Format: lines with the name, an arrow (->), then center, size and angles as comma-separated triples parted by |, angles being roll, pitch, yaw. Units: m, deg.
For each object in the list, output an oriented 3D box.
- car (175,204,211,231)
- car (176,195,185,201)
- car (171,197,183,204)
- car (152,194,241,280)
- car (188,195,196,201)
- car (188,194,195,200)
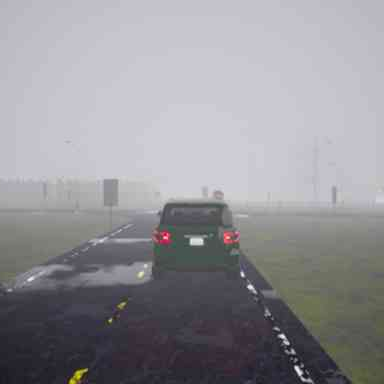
car -> 0.103, 1.530, 20.877 | 1.994, 1.385, 4.181 | 0, 0, 1
car -> -2.780, 1.496, 78.920 | 1.994, 1.385, 4.181 | 0, 0, 0
car -> -2.808, 1.543, 63.336 | 1.895, 1.301, 4.718 | 0, 0, 0
car -> 0.096, 1.200, 9.996 | 2.150, 2.045, 5.566 | 0, 0, 0
car -> -0.031, 1.468, 81.757 | 1.812, 1.442, 4.674 | 0, 0, 0
car -> -0.039, 1.359, 91.760 | 1.882, 1.535, 5.008 | 0, 0, 0
